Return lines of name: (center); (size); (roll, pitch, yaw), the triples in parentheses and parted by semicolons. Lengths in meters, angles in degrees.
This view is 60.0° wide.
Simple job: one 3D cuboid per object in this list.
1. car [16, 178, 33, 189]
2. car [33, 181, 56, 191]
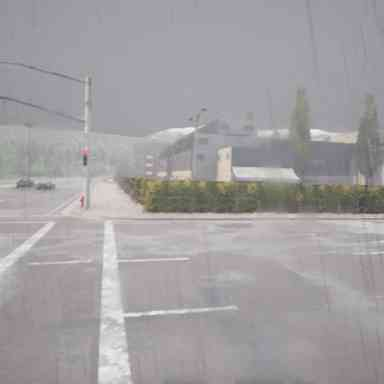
car: (-24.494, -1.265, 49.211); (2.128, 1.511, 4.902); (1, 3, -14)
car: (-20.079, -0.895, 45.883); (1.895, 1.301, 4.718); (1, 2, -14)
